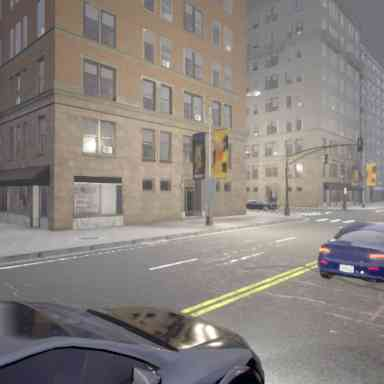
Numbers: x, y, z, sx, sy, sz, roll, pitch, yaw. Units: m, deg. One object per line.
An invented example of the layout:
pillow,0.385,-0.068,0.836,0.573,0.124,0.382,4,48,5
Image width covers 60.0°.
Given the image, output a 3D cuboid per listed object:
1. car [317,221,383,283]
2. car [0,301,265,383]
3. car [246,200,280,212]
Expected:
car,4.991,1.528,9.037,1.812,1.442,4.674,0,0,43
car,-1.195,1.564,2.399,1.994,1.385,4.181,0,0,43
car,7.720,1.591,38.805,4.718,1.301,1.895,0,0,43
